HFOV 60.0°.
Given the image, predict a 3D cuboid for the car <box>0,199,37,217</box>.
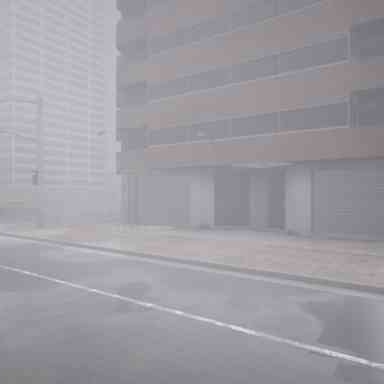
[{"bbox_3d":[-16.830,1.477,31.222,1.882,1.535,5.008,0,0,35],"label":"car"}]
